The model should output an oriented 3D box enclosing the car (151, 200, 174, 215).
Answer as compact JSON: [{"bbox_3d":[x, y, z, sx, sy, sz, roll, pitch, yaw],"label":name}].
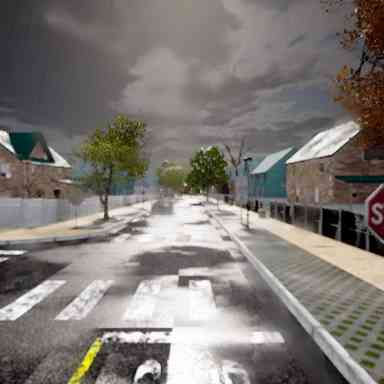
[{"bbox_3d":[-2.756,1.449,32.071,1.994,1.385,4.181,0,0,0],"label":"car"}]
